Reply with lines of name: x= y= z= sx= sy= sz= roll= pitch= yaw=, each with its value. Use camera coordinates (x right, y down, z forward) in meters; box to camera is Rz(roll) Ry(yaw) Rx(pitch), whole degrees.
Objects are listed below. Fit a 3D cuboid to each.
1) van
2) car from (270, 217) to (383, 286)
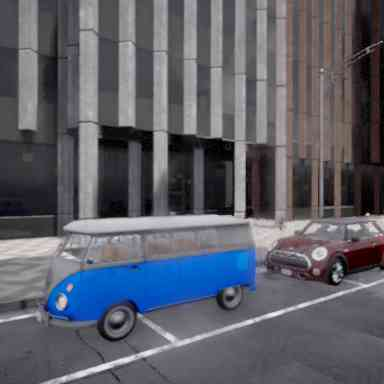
van: x=-0.591 y=1.360 z=6.231 sx=3.998 sy=1.788 sz=1.690 roll=0 pitch=0 yaw=-36
car: x=3.997 y=1.495 z=9.505 sx=4.097 sy=1.590 sz=1.967 roll=0 pitch=0 yaw=-36
